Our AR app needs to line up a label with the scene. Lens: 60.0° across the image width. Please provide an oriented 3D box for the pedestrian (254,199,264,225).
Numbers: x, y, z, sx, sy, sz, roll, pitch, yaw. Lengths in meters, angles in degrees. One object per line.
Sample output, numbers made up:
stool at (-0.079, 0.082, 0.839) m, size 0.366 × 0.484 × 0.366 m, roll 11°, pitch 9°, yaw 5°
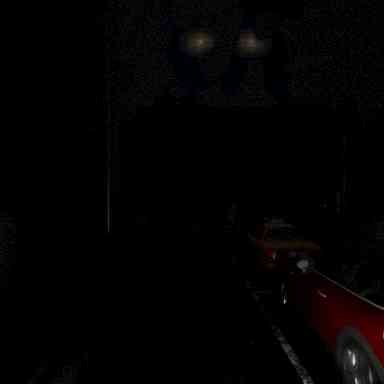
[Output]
pedestrian at (4.187, 1.265, 20.319) m, size 0.375 × 1.860 × 0.375 m, roll 0°, pitch 0°, yaw 0°

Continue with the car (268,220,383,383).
car at (2.641, 1.441, 4.989) m, size 1.967 × 1.590 × 4.097 m, roll 0°, pitch 0°, yaw 0°

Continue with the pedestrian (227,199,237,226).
pedestrian at (2.618, 1.301, 21.518) m, size 0.375 × 1.860 × 0.375 m, roll 0°, pitch 0°, yaw 0°

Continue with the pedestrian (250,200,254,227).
pedestrian at (4.025, 1.301, 20.918) m, size 0.375 × 1.860 × 0.375 m, roll 0°, pitch 0°, yaw 0°

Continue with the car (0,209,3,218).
car at (-17.678, 1.378, 26.482) m, size 4.553 × 1.767 × 2.097 m, roll 0°, pitch 0°, yaw 0°

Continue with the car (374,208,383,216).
car at (18.743, 1.506, 29.550) m, size 4.674 × 1.442 × 1.812 m, roll 0°, pitch 0°, yaw 0°

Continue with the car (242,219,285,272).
car at (2.638, 1.529, 10.597) m, size 1.752 × 1.417 × 4.829 m, roll 0°, pitch 0°, yaw 0°
